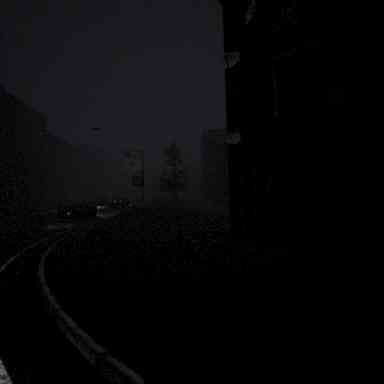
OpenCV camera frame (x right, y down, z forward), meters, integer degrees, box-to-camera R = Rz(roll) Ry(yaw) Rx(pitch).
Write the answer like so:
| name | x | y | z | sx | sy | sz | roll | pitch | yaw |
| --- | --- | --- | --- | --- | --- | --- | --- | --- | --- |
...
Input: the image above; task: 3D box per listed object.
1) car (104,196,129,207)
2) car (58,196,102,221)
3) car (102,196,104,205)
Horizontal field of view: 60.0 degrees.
| name | x | y | z | sx | sy | sz | roll | pitch | yaw |
| --- | --- | --- | --- | --- | --- | --- | --- | --- | --- |
| car | -9.416 | 1.200 | 43.141 | 2.033 | 1.411 | 5.357 | -2 | 1 | -2 |
| car | -8.869 | 1.355 | 26.122 | 1.882 | 1.535 | 5.008 | -2 | 0 | -2 |
| car | -13.188 | 1.253 | 46.563 | 2.033 | 1.411 | 5.357 | -2 | 1 | -1 |
